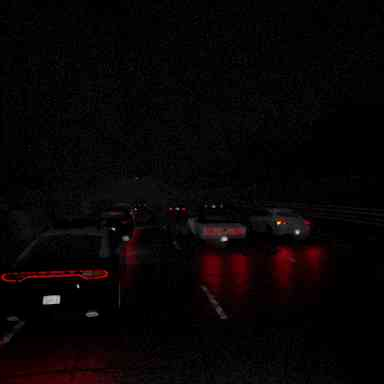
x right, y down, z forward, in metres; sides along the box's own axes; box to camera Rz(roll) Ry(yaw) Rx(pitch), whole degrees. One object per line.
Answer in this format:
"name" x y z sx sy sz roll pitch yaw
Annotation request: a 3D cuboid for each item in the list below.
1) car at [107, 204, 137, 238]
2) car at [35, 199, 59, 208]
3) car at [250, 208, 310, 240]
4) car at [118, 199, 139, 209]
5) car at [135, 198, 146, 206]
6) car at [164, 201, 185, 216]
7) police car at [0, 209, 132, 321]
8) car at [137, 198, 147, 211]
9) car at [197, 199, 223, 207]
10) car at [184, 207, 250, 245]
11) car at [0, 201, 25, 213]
"car" -3.982 1.549 17.359 1.812 1.442 4.674 0 0 -9
"car" -16.922 1.649 39.097 1.837 1.490 4.892 0 0 -9
"car" 4.312 1.545 17.015 1.812 1.442 4.674 0 0 -9
"car" -4.907 1.502 23.484 1.801 1.575 5.366 0 0 -9
"car" -9.679 1.877 62.110 1.994 1.385 4.181 0 -1 -9
"car" -1.729 1.645 33.584 2.033 1.411 5.357 0 0 -9
"police car" -2.504 1.427 7.572 1.930 1.638 5.238 0 0 -9
"car" -6.952 1.718 44.205 2.033 1.411 5.357 0 0 -8
"car" 1.766 1.450 33.868 2.097 1.767 4.553 0 0 -8
"car" 0.971 1.616 15.702 1.895 1.301 4.718 0 0 -9
"car" -20.061 1.677 36.434 2.033 1.411 5.357 0 0 -9
